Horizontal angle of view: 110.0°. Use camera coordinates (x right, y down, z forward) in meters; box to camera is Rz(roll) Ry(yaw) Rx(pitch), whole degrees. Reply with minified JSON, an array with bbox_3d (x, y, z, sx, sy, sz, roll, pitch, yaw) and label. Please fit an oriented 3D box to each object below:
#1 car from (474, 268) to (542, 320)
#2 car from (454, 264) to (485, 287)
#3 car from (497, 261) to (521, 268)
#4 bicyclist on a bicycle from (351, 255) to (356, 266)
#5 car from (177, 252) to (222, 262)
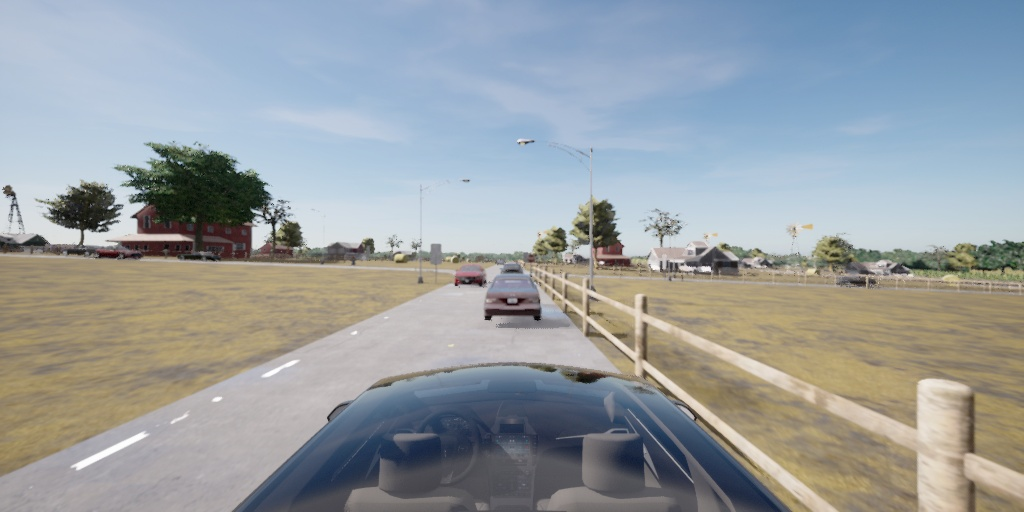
[{"bbox_3d":[0.033,1.333,12.779,2.033,1.411,5.357,0,0,0],"label":"car"},{"bbox_3d":[-2.854,1.319,25.363,1.882,1.535,5.008,0,0,0],"label":"car"},{"bbox_3d":[0.024,1.369,29.464,1.837,1.490,4.892,0,0,1],"label":"car"},{"bbox_3d":[-22.675,0.641,51.269,0.582,1.620,1.656,2,-1,0],"label":"bicyclist on a bicycle"},{"bbox_3d":[-41.947,0.061,48.090,4.718,1.301,1.895,2,0,0],"label":"car"}]
